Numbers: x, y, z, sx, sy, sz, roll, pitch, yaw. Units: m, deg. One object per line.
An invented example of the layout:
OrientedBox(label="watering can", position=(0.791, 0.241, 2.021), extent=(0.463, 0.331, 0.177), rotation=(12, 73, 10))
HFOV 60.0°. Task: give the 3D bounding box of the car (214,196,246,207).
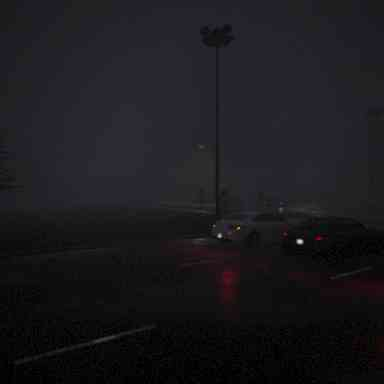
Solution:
OrientedBox(label="car", position=(5.950, 1.441, 49.552), extent=(1.837, 1.490, 4.892), rotation=(0, 0, -35))

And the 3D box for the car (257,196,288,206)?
OrientedBox(label="car", position=(11.505, 1.432, 47.710), extent=(1.837, 1.490, 4.892), rotation=(0, 1, -35))

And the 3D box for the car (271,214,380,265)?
OrientedBox(label="car", position=(5.049, 1.542, 11.684), extent=(4.181, 1.385, 1.994), rotation=(0, 0, -35))

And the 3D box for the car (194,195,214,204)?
OrientedBox(label="car", position=(2.289, 1.312, 61.035), extent=(2.097, 1.767, 4.553), rotation=(0, 0, -35))

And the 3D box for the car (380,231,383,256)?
OrientedBox(label="car", position=(7.173, 1.505, 8.899), extent=(4.674, 1.442, 1.812), rotation=(0, 0, -35))

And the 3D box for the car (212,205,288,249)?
OrientedBox(label="car", position=(2.986, 1.506, 14.510), extent=(4.674, 1.442, 1.812), rotation=(0, 0, -35))
